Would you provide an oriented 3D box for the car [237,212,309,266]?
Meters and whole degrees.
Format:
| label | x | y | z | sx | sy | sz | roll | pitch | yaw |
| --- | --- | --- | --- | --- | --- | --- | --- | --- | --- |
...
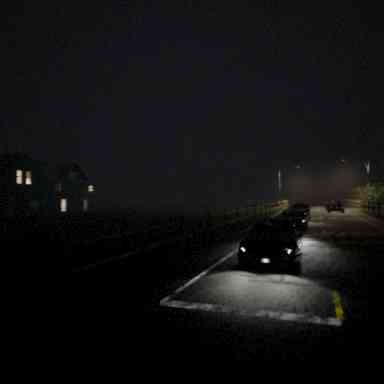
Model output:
| label | x | y | z | sx | sy | sz | roll | pitch | yaw |
| --- | --- | --- | --- | --- | --- | --- | --- | --- | --- |
| car | 3.114 | 1.683 | 12.412 | 2.033 | 1.411 | 5.357 | -1 | -1 | 21 |

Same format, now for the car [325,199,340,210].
| label | x | y | z | sx | sy | sz | roll | pitch | yaw |
| --- | --- | --- | --- | --- | --- | --- | --- | --- | --- |
| car | 21.776 | 1.946 | 51.653 | 1.882 | 1.535 | 5.008 | -1 | -1 | 21 |

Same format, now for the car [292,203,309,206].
| label | x | y | z | sx | sy | sz | roll | pitch | yaw |
| --- | --- | --- | --- | --- | --- | --- | --- | --- | --- |
| car | 10.267 | 1.792 | 31.455 | 1.882 | 1.535 | 5.008 | -1 | -1 | 20 |

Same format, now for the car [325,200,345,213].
| label | x | y | z | sx | sy | sz | roll | pitch | yaw |
| --- | --- | --- | --- | --- | --- | --- | --- | --- | --- |
| car | 18.173 | 1.919 | 42.032 | 2.033 | 1.411 | 5.357 | -1 | -1 | 20 |

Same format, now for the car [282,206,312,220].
| label | x | y | z | sx | sy | sz | roll | pitch | yaw |
| --- | --- | --- | --- | --- | --- | --- | --- | --- | --- |
| car | 6.644 | 1.824 | 21.822 | 1.895 | 1.301 | 4.718 | -1 | -1 | 21 |
